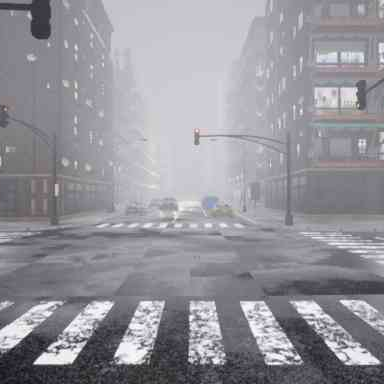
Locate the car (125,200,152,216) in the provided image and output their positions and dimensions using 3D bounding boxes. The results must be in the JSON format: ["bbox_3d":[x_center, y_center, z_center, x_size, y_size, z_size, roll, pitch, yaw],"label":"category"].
[{"bbox_3d":[-5.430,1.565,32.713,2.008,1.369,4.403,1,0,0],"label":"car"}]

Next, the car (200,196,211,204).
[{"bbox_3d":[2.585,1.604,66.712,2.008,1.369,4.403,1,0,0],"label":"car"}]

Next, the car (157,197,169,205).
[{"bbox_3d":[-5.297,1.627,61.002,1.802,1.307,4.206,1,0,0],"label":"car"}]

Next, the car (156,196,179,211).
[{"bbox_3d":[-2.742,1.367,40.243,2.097,1.767,4.553,0,0,0],"label":"car"}]

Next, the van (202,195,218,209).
[{"bbox_3d":[2.616,1.366,44.090,1.690,1.788,3.998,1,0,0],"label":"van"}]

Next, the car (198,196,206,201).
[{"bbox_3d":[2.587,1.627,83.680,1.887,1.381,4.507,1,0,0],"label":"car"}]

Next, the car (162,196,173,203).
[{"bbox_3d":[-5.295,1.612,72.318,2.008,1.369,4.403,1,0,0],"label":"car"}]

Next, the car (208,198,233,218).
[{"bbox_3d":[2.709,1.537,30.256,1.752,1.417,4.829,1,0,0],"label":"car"}]

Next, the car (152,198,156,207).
[{"bbox_3d":[-5.298,1.613,49.686,1.802,1.307,4.206,1,0,0],"label":"car"}]

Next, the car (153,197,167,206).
[{"bbox_3d":[-5.297,1.563,55.174,1.752,1.417,4.829,1,0,0],"label":"car"}]

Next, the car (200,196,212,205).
[{"bbox_3d":[2.585,1.485,61.056,1.967,1.590,4.097,1,0,0],"label":"car"}]

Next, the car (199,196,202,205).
[{"bbox_3d":[2.585,1.347,49.744,2.192,1.841,5.009,1,0,0],"label":"car"}]
